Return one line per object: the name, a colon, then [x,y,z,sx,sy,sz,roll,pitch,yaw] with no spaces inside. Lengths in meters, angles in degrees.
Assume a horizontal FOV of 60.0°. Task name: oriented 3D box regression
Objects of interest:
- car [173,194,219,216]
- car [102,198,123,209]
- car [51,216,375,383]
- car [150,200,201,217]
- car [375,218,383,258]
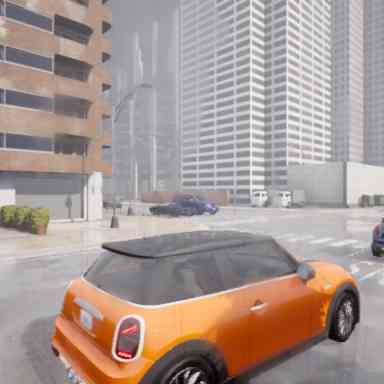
car: [0.191,1.267,33.748,2.150,2.045,5.566,0,0,-44]
car: [-11.399,1.550,45.764,1.837,1.490,4.892,0,0,-44]
car: [0.536,1.350,4.821,4.553,1.767,2.097,0,0,-39]
car: [-1.762,1.648,30.731,1.895,1.301,4.718,0,0,-44]
car: [8.100,1.356,11.923,2.097,1.767,4.553,0,-1,43]
